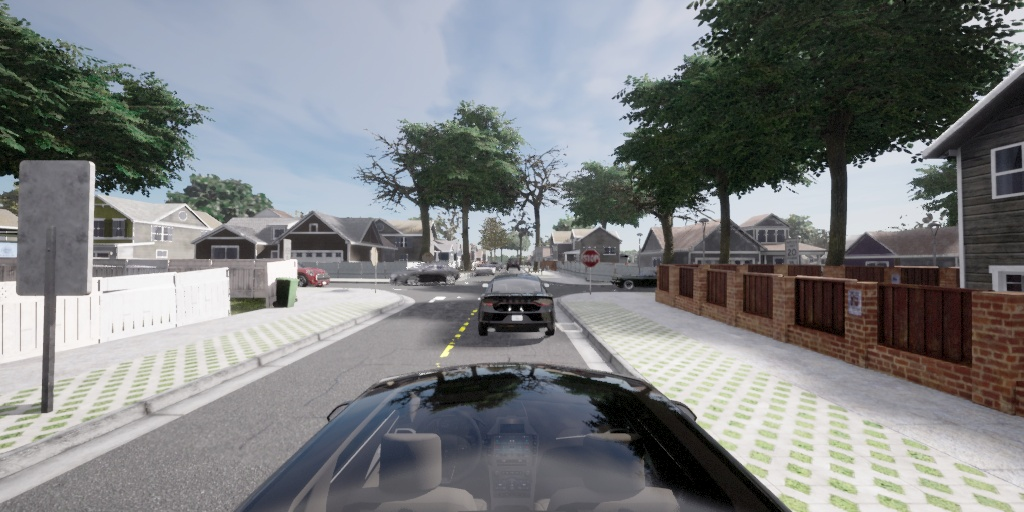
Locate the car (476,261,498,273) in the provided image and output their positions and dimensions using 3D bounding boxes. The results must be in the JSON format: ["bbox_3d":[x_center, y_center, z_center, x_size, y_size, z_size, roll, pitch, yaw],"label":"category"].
[{"bbox_3d":[-2.774,1.490,38.265,1.895,1.301,4.718,0,0,0],"label":"car"}]

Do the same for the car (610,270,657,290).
[{"bbox_3d":[9.062,1.596,23.964,4.718,1.301,1.895,1,-1,-1],"label":"car"}]

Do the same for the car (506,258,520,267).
[{"bbox_3d":[0.214,1.342,60.861,2.150,2.045,5.566,0,-1,0],"label":"car"}]

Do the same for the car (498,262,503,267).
[{"bbox_3d":[-2.714,1.554,54.476,1.837,1.490,4.892,0,-1,1],"label":"car"}]

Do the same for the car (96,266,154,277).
[{"bbox_3d":[-22.961,0.950,20.685,4.892,1.490,1.837,1,-1,-1],"label":"car"}]

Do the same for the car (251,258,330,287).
[{"bbox_3d":[-13.021,0.934,20.710,4.553,1.767,2.097,1,-1,2],"label":"car"}]

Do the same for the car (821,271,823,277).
[{"bbox_3d":[19.407,1.676,24.071,4.892,1.490,1.837,1,-1,0],"label":"car"}]

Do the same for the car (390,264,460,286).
[{"bbox_3d":[-5.920,1.269,24.890,4.902,1.511,2.128,2,-1,-44],"label":"car"}]

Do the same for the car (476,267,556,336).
[{"bbox_3d":[0.118,1.239,10.488,1.882,1.535,5.008,0,0,0],"label":"car"}]
